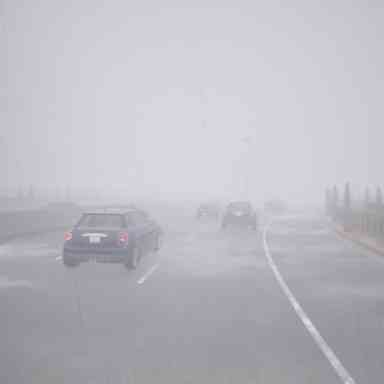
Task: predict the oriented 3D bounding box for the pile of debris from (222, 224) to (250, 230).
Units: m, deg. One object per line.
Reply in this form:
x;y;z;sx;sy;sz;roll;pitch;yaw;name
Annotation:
2.800;2.179;20.892;1.500;0.140;1.860;0;0;15;pile of debris

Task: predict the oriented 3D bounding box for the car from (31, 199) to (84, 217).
-12.414;1.432;30.999;1.837;1.490;4.892;0;0;18;car

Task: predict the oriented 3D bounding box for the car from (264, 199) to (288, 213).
9.740;1.507;38.424;1.882;1.535;5.008;0;0;26;car

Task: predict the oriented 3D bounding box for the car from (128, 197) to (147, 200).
-8.422;1.501;49.486;1.837;1.490;4.892;0;0;28;car

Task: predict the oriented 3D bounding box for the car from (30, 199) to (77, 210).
-10.419;1.445;25.414;1.837;1.490;4.892;0;-1;16;car

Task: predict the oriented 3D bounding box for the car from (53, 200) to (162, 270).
-2.418;1.335;11.279;2.097;1.767;4.553;0;0;7;car

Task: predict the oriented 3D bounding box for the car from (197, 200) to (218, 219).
1.829;1.500;28.828;1.837;1.490;4.892;0;0;19;car

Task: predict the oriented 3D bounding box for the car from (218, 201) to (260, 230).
3.258;1.358;21.647;2.097;1.767;4.553;0;0;14;car

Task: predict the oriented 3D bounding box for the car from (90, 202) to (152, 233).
-4.217;1.475;20.683;1.837;1.490;4.892;0;0;13;car
